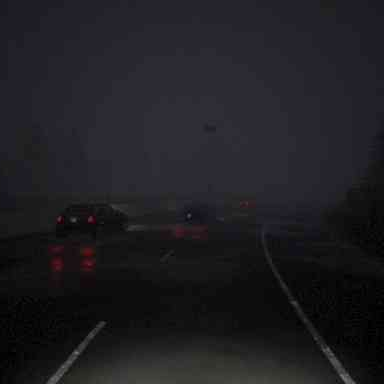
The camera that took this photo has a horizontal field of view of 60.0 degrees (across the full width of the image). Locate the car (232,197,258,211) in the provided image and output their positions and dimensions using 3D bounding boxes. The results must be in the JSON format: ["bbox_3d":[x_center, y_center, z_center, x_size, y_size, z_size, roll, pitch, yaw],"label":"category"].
[{"bbox_3d":[6.492,1.335,40.256,2.097,1.767,4.553,0,0,25],"label":"car"}]

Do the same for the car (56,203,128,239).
[{"bbox_3d":[-4.990,1.322,17.242,2.097,1.767,4.553,0,0,11],"label":"car"}]

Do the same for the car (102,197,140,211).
[{"bbox_3d":[-8.672,1.430,41.279,2.128,1.511,4.902,0,0,24],"label":"car"}]

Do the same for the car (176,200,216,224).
[{"bbox_3d":[0.492,1.457,25.023,1.882,1.535,5.008,0,0,16],"label":"car"}]

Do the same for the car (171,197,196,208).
[{"bbox_3d":[-1.205,1.518,48.914,1.994,1.385,4.181,0,0,27],"label":"car"}]
